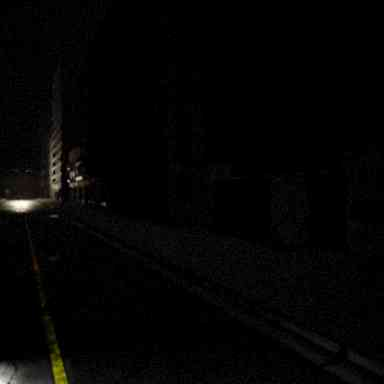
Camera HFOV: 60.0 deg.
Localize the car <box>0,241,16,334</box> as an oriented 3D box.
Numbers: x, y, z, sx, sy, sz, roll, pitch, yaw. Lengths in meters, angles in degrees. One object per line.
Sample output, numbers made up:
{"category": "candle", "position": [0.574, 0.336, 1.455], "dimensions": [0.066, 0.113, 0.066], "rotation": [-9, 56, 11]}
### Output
{"category": "car", "position": [-4.463, 1.526, 6.309], "dimensions": [1.812, 1.442, 4.674], "rotation": [0, 0, -27]}
